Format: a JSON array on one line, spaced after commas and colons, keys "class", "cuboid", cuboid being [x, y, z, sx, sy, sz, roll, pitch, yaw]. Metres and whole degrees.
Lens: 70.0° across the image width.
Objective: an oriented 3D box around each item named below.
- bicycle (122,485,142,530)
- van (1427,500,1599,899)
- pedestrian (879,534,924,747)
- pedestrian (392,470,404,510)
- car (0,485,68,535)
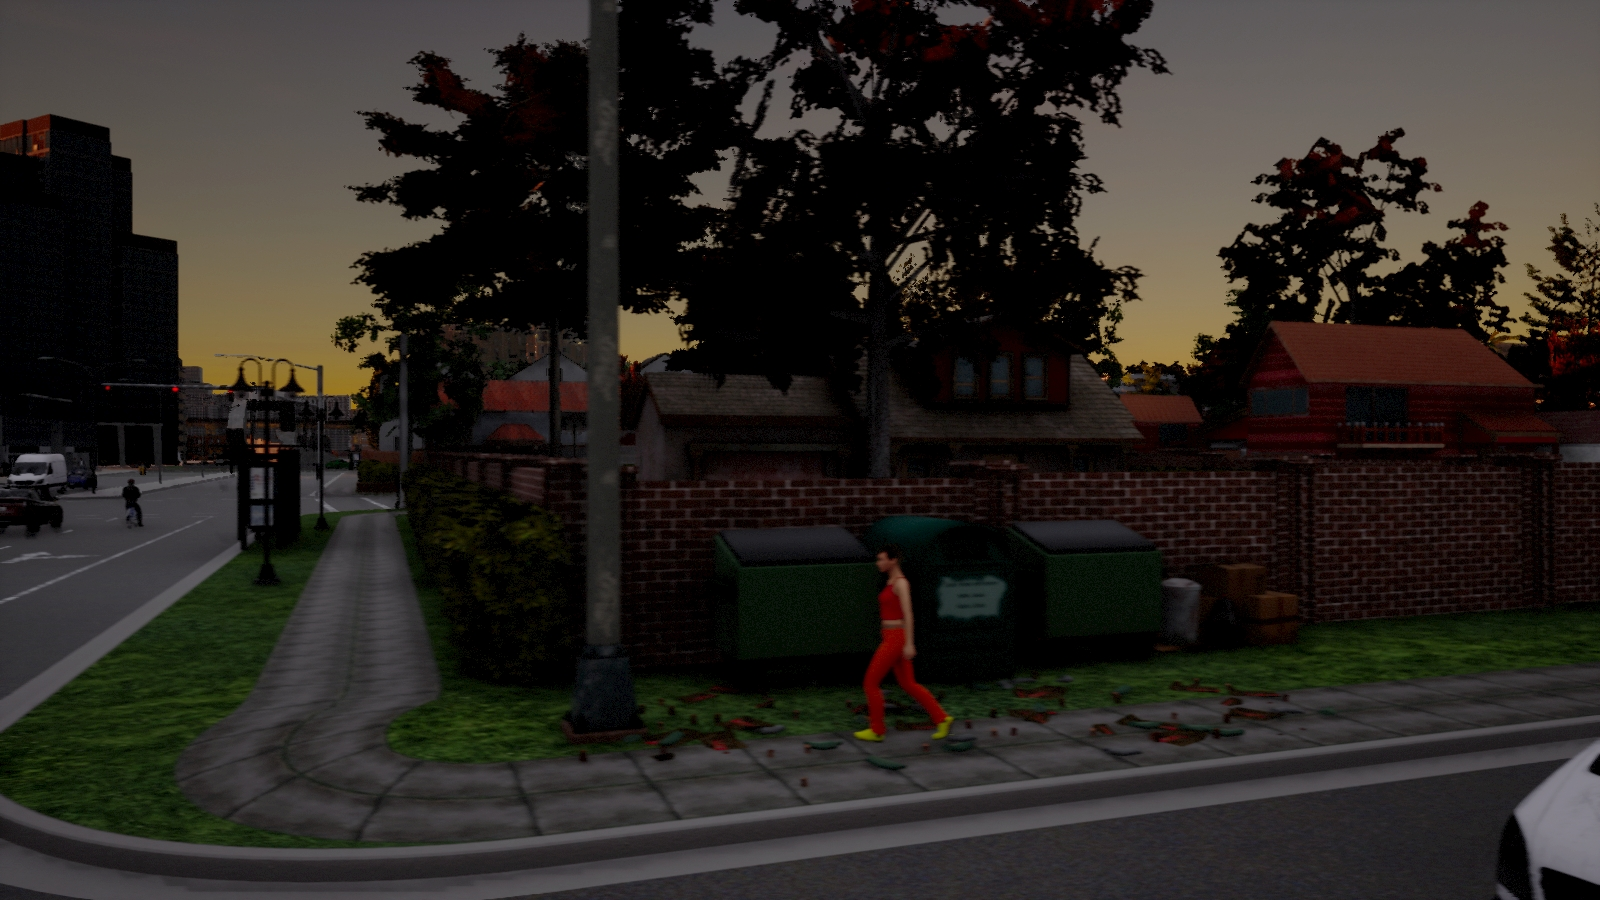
[{"class": "bicycle", "cuboid": [-23.997, 2.048, 41.064, 0.329, 1.496, 1.835, 0, 0, -20]}, {"class": "van", "cuboid": [6.108, 1.534, 5.533, 5.915, 2.561, 1.988, 0, 0, -20]}, {"class": "pedestrian", "cuboid": [0.909, 1.696, 10.279, 0.375, 1.860, 0.375, 0, 0, 1]}, {"class": "pedestrian", "cuboid": [-18.554, 1.849, 52.733, 0.375, 1.860, 0.375, 0, 0, 8]}, {"class": "car", "cuboid": [-27.164, 2.040, 39.747, 2.007, 1.525, 4.514, 0, 0, -21]}]
